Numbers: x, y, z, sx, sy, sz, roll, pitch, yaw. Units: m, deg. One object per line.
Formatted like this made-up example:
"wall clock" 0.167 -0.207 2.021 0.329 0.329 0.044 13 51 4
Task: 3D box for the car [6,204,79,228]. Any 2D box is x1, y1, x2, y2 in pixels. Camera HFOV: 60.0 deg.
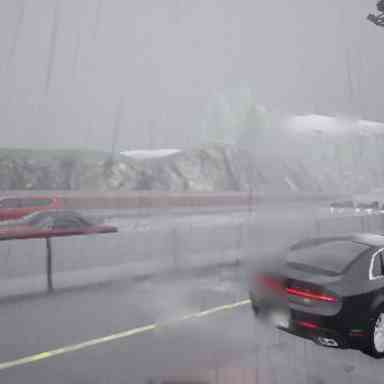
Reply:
"car" -10.119 1.552 22.577 4.181 1.385 1.994 0 0 -36

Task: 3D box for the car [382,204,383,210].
"car" 26.412 1.604 43.284 2.033 1.411 5.357 0 0 44

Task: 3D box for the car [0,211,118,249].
"car" -5.451 1.594 13.004 4.718 1.301 1.895 0 0 -36

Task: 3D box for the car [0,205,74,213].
"car" -6.935 1.539 16.244 5.357 1.411 2.033 0 0 -36

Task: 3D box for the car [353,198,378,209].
"car" 24.629 1.580 46.531 1.812 1.442 4.674 0 0 43

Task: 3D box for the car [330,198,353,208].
"car" 22.219 1.598 49.027 2.033 1.411 5.357 0 0 44

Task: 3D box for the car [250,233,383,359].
"car" 3.196 1.513 6.032 4.892 1.490 1.837 0 0 -35

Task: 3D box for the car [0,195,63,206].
"car" -9.866 1.208 18.452 5.566 2.045 2.150 0 0 -36
